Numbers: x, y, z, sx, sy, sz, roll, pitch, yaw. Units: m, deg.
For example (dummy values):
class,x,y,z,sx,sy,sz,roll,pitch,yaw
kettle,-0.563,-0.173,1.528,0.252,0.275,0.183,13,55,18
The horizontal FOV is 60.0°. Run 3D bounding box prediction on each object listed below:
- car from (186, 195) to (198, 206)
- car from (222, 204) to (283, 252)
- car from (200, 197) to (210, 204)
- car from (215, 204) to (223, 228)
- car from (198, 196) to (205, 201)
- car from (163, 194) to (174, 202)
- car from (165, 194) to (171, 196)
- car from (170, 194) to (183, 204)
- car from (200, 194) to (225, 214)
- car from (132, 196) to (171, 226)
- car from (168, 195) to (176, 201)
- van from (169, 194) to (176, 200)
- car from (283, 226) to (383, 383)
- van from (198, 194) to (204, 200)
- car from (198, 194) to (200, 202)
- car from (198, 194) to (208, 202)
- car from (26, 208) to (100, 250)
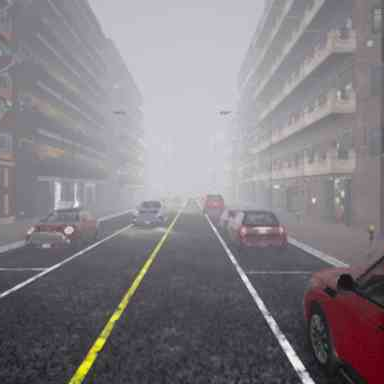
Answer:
class,x,y,z,sx,sy,sz,roll,pitch,yaw
car,-0.001,1.574,53.812,2.033,1.411,5.357,0,0,0
car,2.558,1.446,13.947,1.967,1.590,4.097,-1,0,0
car,2.554,1.617,64.926,1.802,1.307,4.206,-1,0,0
car,2.556,1.591,19.612,1.802,1.307,4.206,-1,0,0
car,2.553,1.633,87.583,1.802,1.307,4.206,-1,0,0
car,-5.330,1.357,76.319,2.192,1.841,5.009,-1,0,0
car,-5.327,1.575,59.365,1.887,1.381,4.507,-1,0,0
car,-2.776,1.548,63.678,1.837,1.490,4.892,0,0,1
car,2.268,1.244,35.293,2.150,2.045,5.566,0,0,0
car,-2.849,1.362,23.444,2.097,1.767,4.553,0,0,0
car,-5.328,1.576,87.451,1.752,1.417,4.829,-1,0,0
van,-5.331,1.396,93.273,1.690,1.788,3.998,-1,0,0
car,2.542,1.316,2.619,2.192,1.841,5.009,-1,0,0
van,2.549,1.396,93.248,1.690,1.788,3.998,-1,0,0
car,2.551,1.342,53.598,2.192,1.841,5.009,-1,0,0
car,2.550,1.358,76.255,2.192,1.841,5.009,-1,0,0
car,-5.326,1.445,14.156,1.967,1.590,4.097,-1,0,0
